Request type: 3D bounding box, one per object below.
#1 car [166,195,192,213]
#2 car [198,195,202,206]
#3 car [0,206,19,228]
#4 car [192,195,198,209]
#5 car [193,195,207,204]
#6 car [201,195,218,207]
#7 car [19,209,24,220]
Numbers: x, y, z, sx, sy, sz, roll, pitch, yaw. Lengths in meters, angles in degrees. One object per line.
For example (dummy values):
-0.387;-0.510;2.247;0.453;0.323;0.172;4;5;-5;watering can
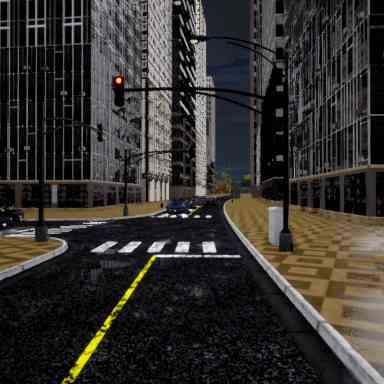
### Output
-1.546;1.328;36.185;2.097;1.767;4.553;0;0;5;car
0.277;1.296;54.920;2.097;1.767;4.553;0;0;7;car
-14.677;1.774;21.913;5.357;1.411;2.033;-1;0;9;car
-0.771;1.315;45.119;2.097;1.767;4.553;0;0;6;car
1.626;1.412;65.317;2.128;1.511;4.902;0;0;8;car
2.865;1.500;49.615;2.033;1.411;5.357;0;0;6;car
-16.426;1.854;28.068;4.403;1.369;2.008;-1;1;10;car
